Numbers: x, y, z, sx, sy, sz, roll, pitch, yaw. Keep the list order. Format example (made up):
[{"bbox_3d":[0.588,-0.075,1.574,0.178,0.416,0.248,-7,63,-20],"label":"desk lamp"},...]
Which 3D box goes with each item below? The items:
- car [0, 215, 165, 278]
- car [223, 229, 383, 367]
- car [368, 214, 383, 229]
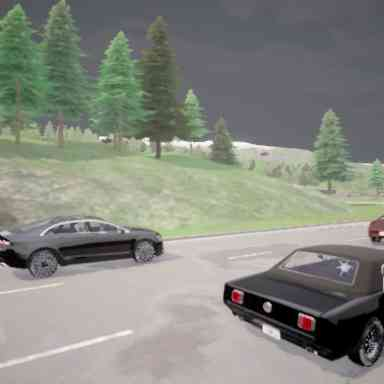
[{"bbox_3d":[-3.159,1.467,10.045,4.902,1.511,2.128,0,0,-35],"label":"car"},{"bbox_3d":[2.897,1.588,5.743,4.718,1.301,1.895,0,0,-35],"label":"car"},{"bbox_3d":[9.524,1.494,14.523,4.674,1.442,1.812,0,0,-34],"label":"car"}]
